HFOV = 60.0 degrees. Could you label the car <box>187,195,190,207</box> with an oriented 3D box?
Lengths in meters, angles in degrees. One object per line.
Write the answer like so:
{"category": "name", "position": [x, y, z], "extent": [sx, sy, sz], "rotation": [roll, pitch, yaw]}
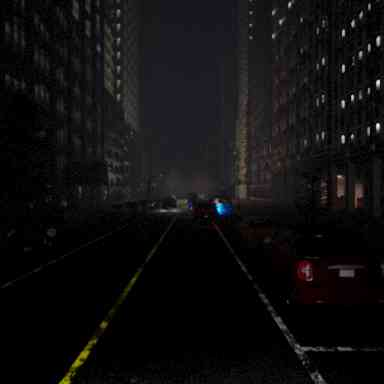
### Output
{"category": "car", "position": [0.732, 1.468, 40.906], "extent": [1.882, 1.535, 5.008], "rotation": [0, 0, 7]}

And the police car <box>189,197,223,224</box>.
{"category": "police car", "position": [0.954, 1.419, 24.917], "extent": [1.930, 1.638, 5.238], "rotation": [0, 0, 0]}

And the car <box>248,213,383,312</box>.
{"category": "car", "position": [2.699, 1.438, 7.723], "extent": [1.967, 1.590, 4.097], "rotation": [-1, 0, 0]}

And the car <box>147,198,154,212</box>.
{"category": "car", "position": [-5.619, 1.537, 36.159], "extent": [1.887, 1.381, 4.507], "rotation": [-1, 0, 0]}

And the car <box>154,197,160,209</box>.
{"category": "car", "position": [-5.608, 1.542, 41.842], "extent": [2.008, 1.369, 4.403], "rotation": [-1, 0, 0]}

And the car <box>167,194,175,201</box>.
{"category": "car", "position": [-5.509, 1.419, 87.311], "extent": [1.967, 1.590, 4.097], "rotation": [-1, 0, 0]}

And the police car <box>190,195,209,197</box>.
{"category": "police car", "position": [0.976, 1.417, 34.918], "extent": [1.930, 1.638, 5.238], "rotation": [0, 0, 0]}

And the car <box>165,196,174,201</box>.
{"category": "car", "position": [-5.521, 1.562, 81.628], "extent": [1.802, 1.307, 4.206], "rotation": [-1, 0, 0]}

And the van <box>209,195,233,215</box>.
{"category": "van", "position": [2.747, 1.334, 30.457], "extent": [1.690, 1.788, 3.998], "rotation": [-1, 0, 0]}

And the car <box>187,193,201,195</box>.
{"category": "car", "position": [0.132, 1.463, 60.821], "extent": [1.882, 1.535, 5.008], "rotation": [0, 0, 0]}

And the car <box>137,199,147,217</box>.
{"category": "car", "position": [-5.631, 1.559, 30.475], "extent": [1.947, 1.339, 4.313], "rotation": [-1, 0, 0]}

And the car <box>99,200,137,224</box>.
{"category": "car", "position": [-5.644, 1.546, 24.792], "extent": [2.008, 1.369, 4.403], "rotation": [-1, 0, 0]}

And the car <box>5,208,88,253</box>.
{"category": "car", "position": [-5.669, 1.438, 13.425], "extent": [1.967, 1.590, 4.097], "rotation": [-1, 0, 0]}

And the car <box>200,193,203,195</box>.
{"category": "car", "position": [2.835, 1.534, 70.242], "extent": [2.008, 1.369, 4.403], "rotation": [-1, 0, 0]}

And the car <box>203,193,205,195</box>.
{"category": "car", "position": [2.771, 1.305, 41.824], "extent": [2.192, 1.841, 5.009], "rotation": [-1, 0, 0]}

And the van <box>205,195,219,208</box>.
{"category": "van", "position": [2.784, 1.330, 47.508], "extent": [1.690, 1.788, 3.998], "rotation": [-1, 0, 0]}

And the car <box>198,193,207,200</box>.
{"category": "car", "position": [2.882, 1.291, 92.977], "extent": [2.192, 1.841, 5.009], "rotation": [-1, 0, 0]}

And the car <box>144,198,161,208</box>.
{"category": "car", "position": [-5.594, 1.572, 47.526], "extent": [1.802, 1.307, 4.206], "rotation": [-1, 0, 0]}

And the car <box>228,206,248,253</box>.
{"category": "car", "position": [2.712, 1.522, 13.576], "extent": [1.752, 1.417, 4.829], "rotation": [-1, 0, 0]}

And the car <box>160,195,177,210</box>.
{"category": "car", "position": [-2.992, 1.468, 44.114], "extent": [1.882, 1.535, 5.008], "rotation": [0, 0, 0]}

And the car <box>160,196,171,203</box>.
{"category": "car", "position": [-5.545, 1.534, 70.260], "extent": [2.008, 1.369, 4.403], "rotation": [-1, 0, 0]}

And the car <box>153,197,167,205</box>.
{"category": "car", "position": [-5.570, 1.538, 58.893], "extent": [2.008, 1.369, 4.403], "rotation": [-1, 0, 0]}
